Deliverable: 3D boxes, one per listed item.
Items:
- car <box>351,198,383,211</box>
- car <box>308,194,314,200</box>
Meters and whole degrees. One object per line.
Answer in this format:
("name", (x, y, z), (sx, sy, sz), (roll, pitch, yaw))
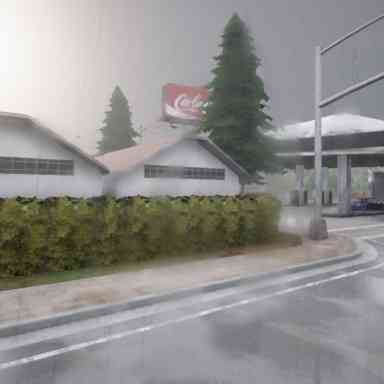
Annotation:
("car", (20.761, 1.505, 39.316), (4.611, 1.667, 2.242), (0, 0, -36))
("car", (31.779, 1.379, 88.820), (2.152, 1.636, 5.027), (0, 0, -36))
